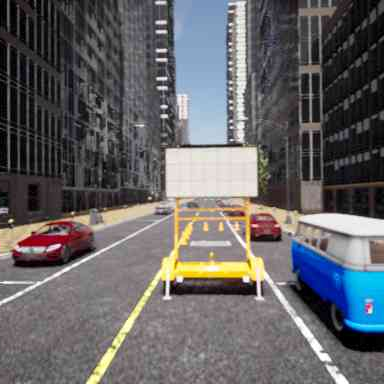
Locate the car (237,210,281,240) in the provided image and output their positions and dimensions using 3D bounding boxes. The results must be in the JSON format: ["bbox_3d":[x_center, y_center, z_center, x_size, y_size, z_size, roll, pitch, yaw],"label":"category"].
[{"bbox_3d":[3.673,1.759,17.858,1.802,1.307,4.206,-1,-1,3],"label":"car"}]

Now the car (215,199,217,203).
[{"bbox_3d":[5.934,2.100,63.341,1.967,1.590,4.097,0,-1,3],"label":"car"}]

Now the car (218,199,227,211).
[{"bbox_3d":[5.087,2.042,46.284,2.008,1.369,4.403,-1,-1,3],"label":"car"}]

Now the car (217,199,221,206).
[{"bbox_3d":[5.370,2.100,51.969,2.008,1.369,4.403,0,-1,3],"label":"car"}]

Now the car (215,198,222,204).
[{"bbox_3d":[7.349,2.473,91.766,1.887,1.381,4.507,0,-1,3],"label":"car"}]

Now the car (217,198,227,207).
[{"bbox_3d":[6.217,2.155,69.026,1.967,1.590,4.097,0,-1,3],"label":"car"}]

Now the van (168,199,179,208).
[{"bbox_3d":[-3.002,1.971,52.391,1.690,1.788,3.998,-1,-1,3],"label":"van"}]

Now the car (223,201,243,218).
[{"bbox_3d":[4.522,1.950,34.914,1.802,1.307,4.206,-1,-1,3],"label":"car"}]

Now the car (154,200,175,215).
[{"bbox_3d":[-3.566,2.062,41.018,2.008,1.369,4.403,-1,-1,3],"label":"car"}]

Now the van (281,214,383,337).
[{"bbox_3d":[3.105,1.390,6.492,1.690,1.788,3.998,-1,-1,3],"label":"van"}]

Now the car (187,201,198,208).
[{"bbox_3d":[0.101,2.250,60.606,1.994,1.385,4.181,-1,-1,3],"label":"car"}]

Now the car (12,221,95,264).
[{"bbox_3d":[-4.980,1.776,12.591,1.802,1.307,4.206,-1,-1,3],"label":"car"}]

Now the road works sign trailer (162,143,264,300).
[{"bbox_3d":[0.511,0.562,8.651,2.380,3.560,2.880,-1,-1,3],"label":"road works sign trailer"}]
